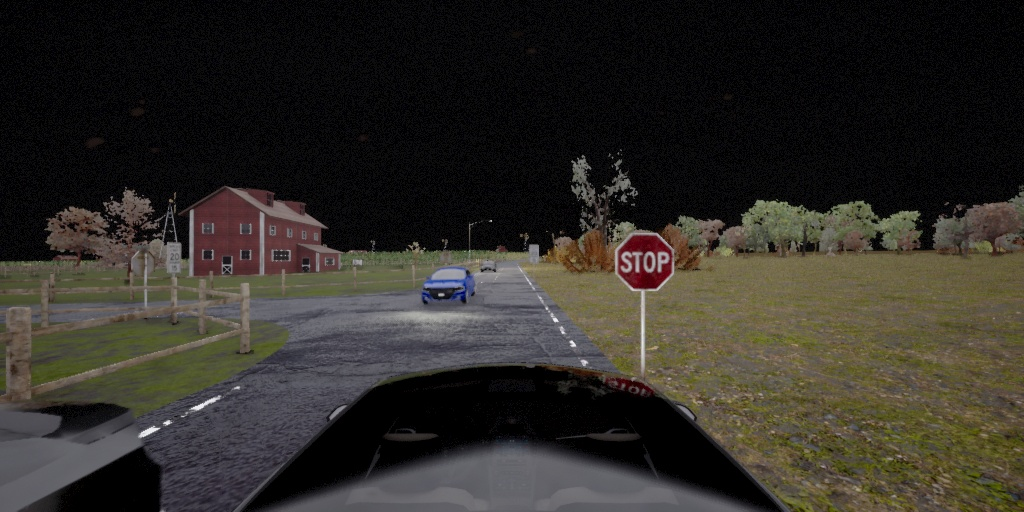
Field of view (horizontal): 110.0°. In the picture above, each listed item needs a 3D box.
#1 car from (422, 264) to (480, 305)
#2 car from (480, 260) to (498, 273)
[{"bbox_3d":[-2.793,1.256,16.632,1.882,1.535,5.008,-1,0,0],"label":"car"},{"bbox_3d":[-2.833,1.280,43.916,1.837,1.490,4.892,0,0,0],"label":"car"}]
